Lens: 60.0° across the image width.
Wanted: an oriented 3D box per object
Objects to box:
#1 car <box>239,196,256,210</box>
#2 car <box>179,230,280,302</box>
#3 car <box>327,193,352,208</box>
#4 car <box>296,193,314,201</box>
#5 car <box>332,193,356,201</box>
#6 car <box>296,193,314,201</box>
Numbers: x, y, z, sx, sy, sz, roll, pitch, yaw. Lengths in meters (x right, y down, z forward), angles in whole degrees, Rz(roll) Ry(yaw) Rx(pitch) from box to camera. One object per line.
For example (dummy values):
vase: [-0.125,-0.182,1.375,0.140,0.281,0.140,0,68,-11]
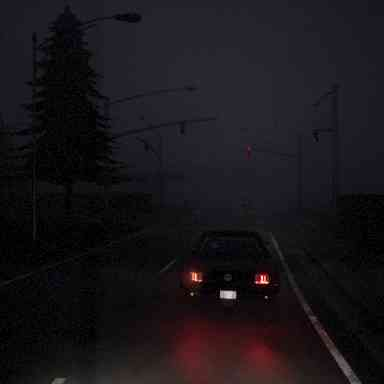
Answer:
car: [7.178,1.352,43.256,2.097,1.767,4.553,0,0,10]
car: [0.979,1.601,8.313,1.895,1.301,4.718,0,0,8]
car: [20.190,1.330,43.050,5.027,1.636,2.152,0,0,10]
car: [27.234,1.077,79.971,3.866,1.878,1.905,0,0,10]
car: [34.416,1.097,75.374,4.605,1.855,1.932,0,0,10]
car: [26.057,1.361,76.802,3.806,1.475,1.970,0,0,10]
